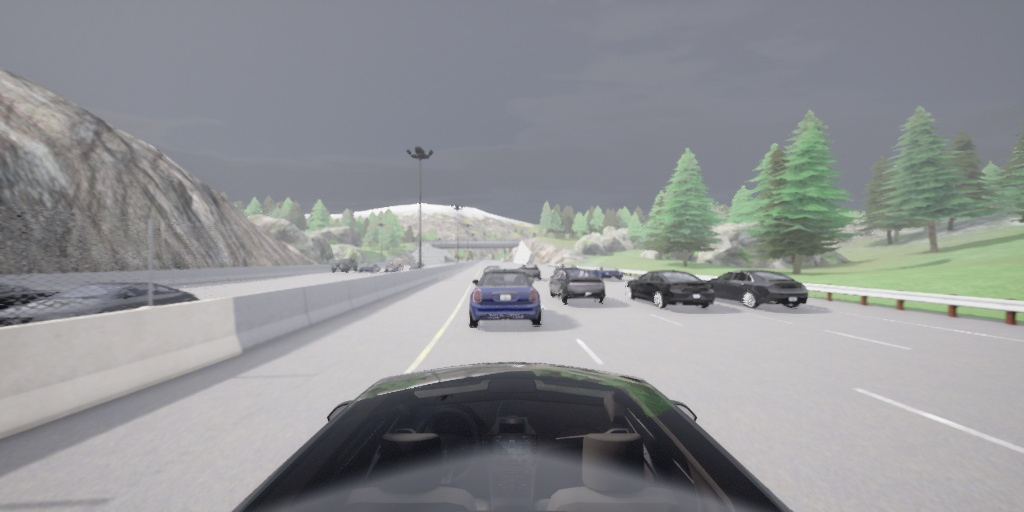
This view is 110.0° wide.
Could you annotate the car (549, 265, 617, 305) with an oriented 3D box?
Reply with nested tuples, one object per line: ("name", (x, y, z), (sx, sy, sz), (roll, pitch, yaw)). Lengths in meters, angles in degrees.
("car", (2.947, 1.363, 16.996), (2.128, 1.511, 4.902), (0, 0, -4))

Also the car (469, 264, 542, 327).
("car", (-0.282, 1.191, 12.111), (2.097, 1.767, 4.553), (0, 0, -3))

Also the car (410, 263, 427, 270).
("car", (-13.746, 1.780, 52.929), (1.837, 1.490, 4.892), (0, 0, -4))

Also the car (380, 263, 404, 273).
("car", (-17.236, 1.749, 52.676), (2.128, 1.511, 4.902), (0, 0, -4))

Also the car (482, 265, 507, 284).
("car", (-1.586, 1.557, 31.806), (2.033, 1.411, 5.357), (0, 0, -4))

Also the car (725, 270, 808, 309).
("car", (10.049, 1.344, 15.416), (1.837, 1.490, 4.892), (0, 0, -3))

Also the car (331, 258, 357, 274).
("car", (-24.217, 1.375, 52.143), (2.150, 2.045, 5.566), (0, 0, -4))

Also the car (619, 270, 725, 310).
("car", (6.546, 1.327, 15.453), (1.882, 1.535, 5.008), (0, 0, -3))

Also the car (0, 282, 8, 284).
("car", (-14.301, 1.323, 8.562), (1.882, 1.535, 5.008), (0, 0, -2))

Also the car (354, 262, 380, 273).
("car", (-20.727, 1.838, 52.422), (2.033, 1.411, 5.357), (0, 0, -4))

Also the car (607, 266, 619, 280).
("car", (8.794, 1.600, 33.818), (1.895, 1.301, 4.718), (0, 0, -4))

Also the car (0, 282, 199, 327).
("car", (-10.842, 1.410, 9.686), (1.994, 1.385, 4.181), (0, 0, -3))

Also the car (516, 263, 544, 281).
("car", (1.680, 1.520, 35.132), (2.128, 1.511, 4.902), (0, 0, -4))
